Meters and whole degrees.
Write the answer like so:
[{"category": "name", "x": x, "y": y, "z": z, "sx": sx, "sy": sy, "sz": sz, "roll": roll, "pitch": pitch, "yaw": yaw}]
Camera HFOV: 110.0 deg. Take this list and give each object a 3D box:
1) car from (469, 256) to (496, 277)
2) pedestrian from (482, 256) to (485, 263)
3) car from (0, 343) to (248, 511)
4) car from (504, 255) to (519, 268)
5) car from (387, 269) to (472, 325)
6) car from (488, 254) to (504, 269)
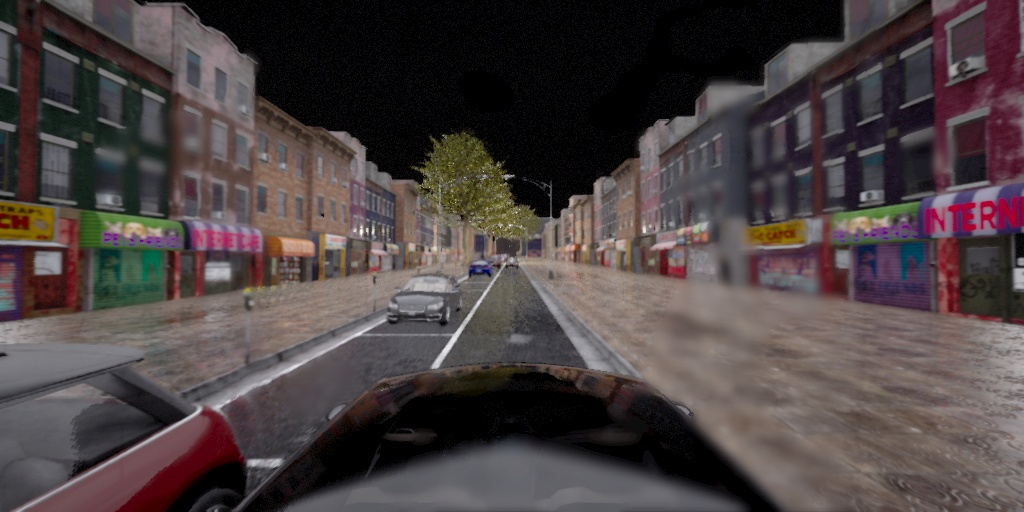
[{"category": "car", "x": -2.757, "y": 1.061, "z": 32.405, "sx": 1.882, "sy": 1.535, "sz": 5.008, "roll": 0, "pitch": 0, "yaw": 0}, {"category": "pedestrian", "x": -2.758, "y": 0.855, "z": 35.433, "sx": 0.375, "sy": 1.860, "sz": 0.375, "roll": -2, "pitch": -1, "yaw": 0}, {"category": "car", "x": -2.637, "y": 1.193, "z": 0.508, "sx": 1.967, "sy": 1.591, "sz": 4.097, "roll": 0, "pitch": 0, "yaw": 0}, {"category": "car", "x": 0.018, "y": 0.998, "z": 50.472, "sx": 2.033, "sy": 1.411, "sz": 5.357, "roll": 0, "pitch": 0, "yaw": 1}, {"category": "car", "x": -2.640, "y": 1.262, "z": 11.582, "sx": 2.007, "sy": 1.370, "sz": 4.403, "roll": 0, "pitch": 0, "yaw": 0}, {"category": "car", "x": -2.647, "y": 0.766, "z": 50.336, "sx": 2.192, "sy": 1.841, "sz": 5.009, "roll": 0, "pitch": 0, "yaw": 0}]
